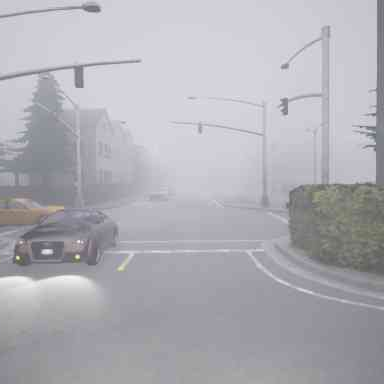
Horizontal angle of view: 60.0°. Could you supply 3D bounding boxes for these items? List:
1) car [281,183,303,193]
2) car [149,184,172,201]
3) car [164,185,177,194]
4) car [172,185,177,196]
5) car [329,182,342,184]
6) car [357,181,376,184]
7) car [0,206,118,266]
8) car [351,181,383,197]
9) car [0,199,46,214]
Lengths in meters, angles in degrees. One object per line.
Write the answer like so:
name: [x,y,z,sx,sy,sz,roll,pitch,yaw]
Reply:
car: [15.255,-0.515,52.070,2.007,1.523,4.514,-1,2,0]
car: [-3.726,0.171,37.760,1.882,1.535,5.008,-1,2,0]
car: [-3.735,-0.497,58.161,1.837,1.490,4.892,-1,2,0]
car: [-3.747,-0.296,47.778,2.097,1.767,4.553,-1,2,0]
car: [25.292,-1.024,59.486,2.152,1.636,5.027,-1,2,0]
car: [19.006,-0.170,34.213,1.905,1.878,3.866,-1,2,0]
car: [-3.529,1.218,9.985,1.994,1.385,4.181,-1,1,-1]
car: [22.249,-0.454,42.094,1.932,1.855,4.605,-1,2,0]
car: [-8.899,1.083,17.373,5.008,1.535,1.882,-2,2,0]
